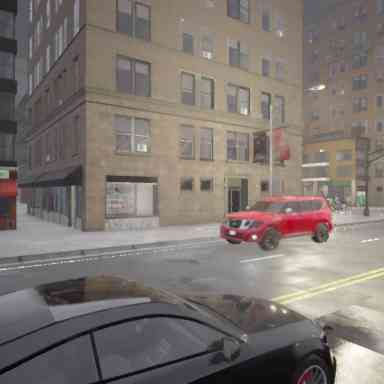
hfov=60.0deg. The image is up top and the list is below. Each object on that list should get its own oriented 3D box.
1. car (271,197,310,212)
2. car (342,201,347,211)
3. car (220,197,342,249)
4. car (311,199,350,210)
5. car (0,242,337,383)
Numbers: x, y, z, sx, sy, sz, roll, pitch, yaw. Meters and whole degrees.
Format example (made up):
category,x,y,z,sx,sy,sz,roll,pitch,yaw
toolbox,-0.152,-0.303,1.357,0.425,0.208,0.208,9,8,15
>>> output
category,x,y,z,sx,sy,sz,roll,pitch,yaw
car,11.516,1.422,39.014,1.967,1.590,4.097,0,0,-35
car,15.159,1.484,38.252,2.128,1.511,4.902,0,0,-35
car,3.803,1.223,14.387,5.566,2.045,2.150,0,0,-36
car,18.072,1.578,43.642,1.947,1.339,4.313,0,0,-35
car,-0.663,1.526,2.966,4.674,1.442,1.812,0,0,-35
